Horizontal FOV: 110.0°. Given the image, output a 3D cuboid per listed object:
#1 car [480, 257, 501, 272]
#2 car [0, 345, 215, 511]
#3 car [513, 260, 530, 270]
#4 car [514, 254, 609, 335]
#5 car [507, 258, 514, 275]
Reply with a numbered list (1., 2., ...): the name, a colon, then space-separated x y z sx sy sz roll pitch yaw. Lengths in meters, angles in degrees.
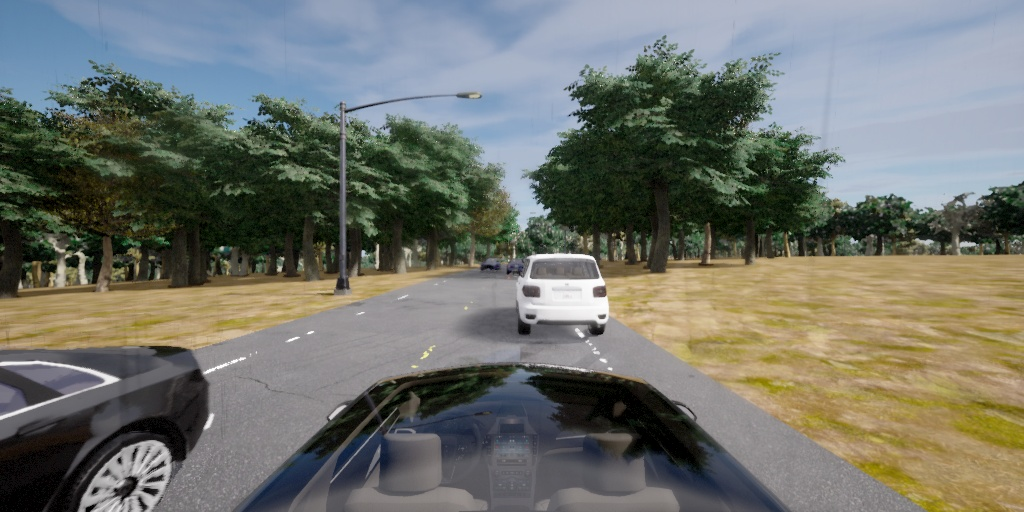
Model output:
1. car: -2.640 0.992 44.951 2.097 1.767 4.553 0 0 5
2. car: -3.600 1.242 1.142 2.128 1.511 4.902 0 0 0
3. car: 1.385 1.210 49.313 1.895 1.301 4.718 0 0 7
4. car: 1.226 0.970 10.648 2.150 2.045 5.566 0 0 0
5. car: 0.623 1.019 39.158 2.097 1.767 4.553 0 0 4
